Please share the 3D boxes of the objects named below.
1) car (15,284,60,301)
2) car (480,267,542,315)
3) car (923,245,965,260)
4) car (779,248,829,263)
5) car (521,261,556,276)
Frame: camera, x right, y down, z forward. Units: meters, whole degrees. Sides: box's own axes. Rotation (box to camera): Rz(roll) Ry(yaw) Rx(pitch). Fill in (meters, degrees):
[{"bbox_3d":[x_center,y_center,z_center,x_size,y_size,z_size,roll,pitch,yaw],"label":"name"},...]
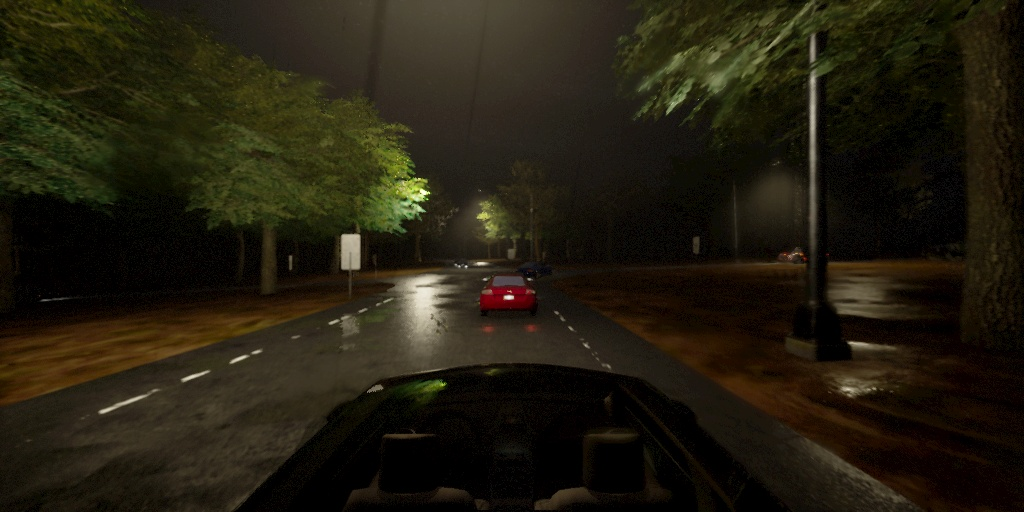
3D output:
[{"bbox_3d":[-40.468,3.013,29.502,4.181,1.385,1.994,-3,0,-10],"label":"car"},{"bbox_3d":[-0.162,1.309,13.615,1.994,1.385,4.181,0,0,-2],"label":"car"},{"bbox_3d":[45.682,-0.380,37.127,4.902,1.511,2.128,-1,-1,1],"label":"car"},{"bbox_3d":[32.578,-0.172,40.165,4.553,1.767,2.097,-2,0,-1],"label":"car"},{"bbox_3d":[2.068,1.169,30.646,1.812,1.442,4.674,-1,3,33],"label":"car"}]
